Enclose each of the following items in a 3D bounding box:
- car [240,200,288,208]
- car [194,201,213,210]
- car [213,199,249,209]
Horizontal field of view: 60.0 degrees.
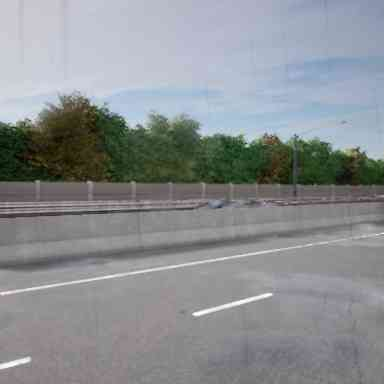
[{"bbox_3d":[6.097,1.484,25.443,4.181,1.385,1.994,0,0,-35],"label":"car"},{"bbox_3d":[2.796,1.438,31.642,5.357,1.411,2.033,1,2,-35],"label":"car"},{"bbox_3d":[4.500,1.425,28.594,4.892,1.490,1.837,0,0,-35],"label":"car"}]
